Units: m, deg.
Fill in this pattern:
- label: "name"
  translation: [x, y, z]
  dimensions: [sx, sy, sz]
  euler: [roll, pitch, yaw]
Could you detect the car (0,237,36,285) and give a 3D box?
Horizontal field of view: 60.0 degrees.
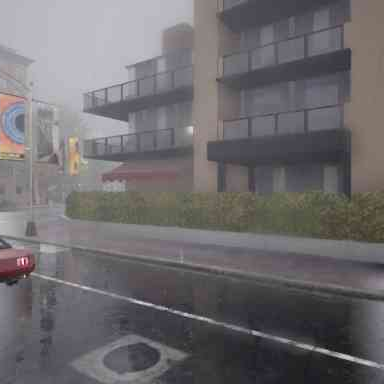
- label: "car"
  translation: [-5.991, 1.601, 8.255]
  dimensions: [4.718, 1.301, 1.895]
  euler: [0, 0, 35]
